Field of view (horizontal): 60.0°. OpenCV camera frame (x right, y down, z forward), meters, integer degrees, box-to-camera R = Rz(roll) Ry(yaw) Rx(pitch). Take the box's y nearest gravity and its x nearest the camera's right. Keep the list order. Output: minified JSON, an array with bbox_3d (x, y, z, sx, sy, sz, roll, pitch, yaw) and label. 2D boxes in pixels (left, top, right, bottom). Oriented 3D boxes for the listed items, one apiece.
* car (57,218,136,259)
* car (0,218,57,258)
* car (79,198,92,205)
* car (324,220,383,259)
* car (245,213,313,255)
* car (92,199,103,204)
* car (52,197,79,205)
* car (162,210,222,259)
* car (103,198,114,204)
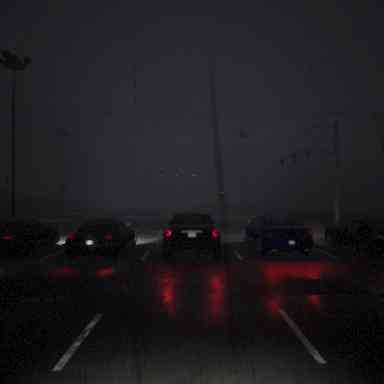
[{"bbox_3d":[-3.511,1.720,13.353,1.994,1.385,4.181,0,-1,0],"label":"car"},{"bbox_3d":[-7.015,1.721,13.404,1.994,1.385,4.181,0,-1,0],"label":"car"},{"bbox_3d":[-29.037,2.531,85.929,5.357,1.411,2.033,0,-1,35],"label":"car"},{"bbox_3d":[6.990,1.755,13.206,1.895,1.301,4.718,0,-1,0],"label":"car"},{"bbox_3d":[3.482,1.642,14.125,1.882,1.535,5.008,0,-1,0],"label":"car"},{"bbox_3d":[-26.825,2.501,88.658,5.008,1.535,1.882,0,-1,35],"label":"car"},{"bbox_3d":[-31.834,2.190,83.590,5.566,2.045,2.150,0,-1,32],"label":"car"},{"bbox_3d":[-0.013,1.507,13.385,2.097,1.767,4.553,0,-1,0],"label":"car"},{"bbox_3d":[-24.755,2.581,91.477,4.902,1.511,2.128,0,-1,35],"label":"car"}]
